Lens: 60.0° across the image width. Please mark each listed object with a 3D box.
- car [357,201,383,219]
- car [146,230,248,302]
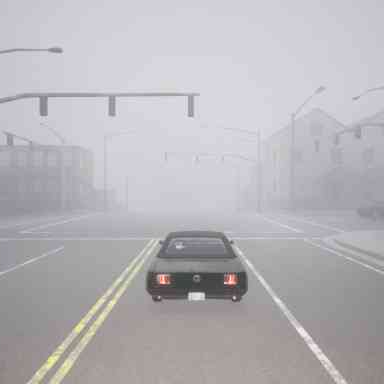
[{"bbox_3d":[16.674,1.477,28.200,5.008,1.535,1.882,0,0,-1],"label":"car"},{"bbox_3d":[0.106,1.601,8.234,1.895,1.301,4.718,0,0,0],"label":"car"}]
